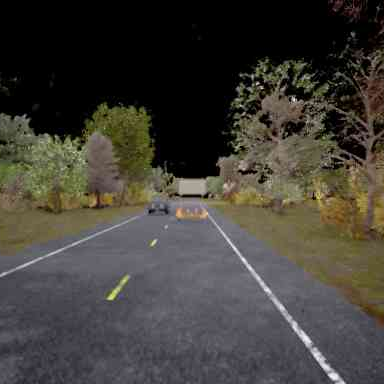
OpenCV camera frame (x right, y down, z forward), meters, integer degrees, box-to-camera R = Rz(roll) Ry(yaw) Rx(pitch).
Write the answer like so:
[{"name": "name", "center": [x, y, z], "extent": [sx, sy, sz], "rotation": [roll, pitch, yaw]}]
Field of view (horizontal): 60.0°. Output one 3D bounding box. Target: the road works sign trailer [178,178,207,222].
[{"name": "road works sign trailer", "center": [0.008, 0.607, 27.449], "extent": [2.380, 3.560, 2.880], "rotation": [0, 0, 0]}]

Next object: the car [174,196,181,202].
[{"name": "car", "center": [-3.491, 1.748, 77.768], "extent": [1.837, 1.490, 4.892], "rotation": [0, 0, 0]}]

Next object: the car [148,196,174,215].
[{"name": "car", "center": [-3.590, 1.421, 37.176], "extent": [2.150, 2.045, 5.566], "rotation": [0, 0, 0]}]
